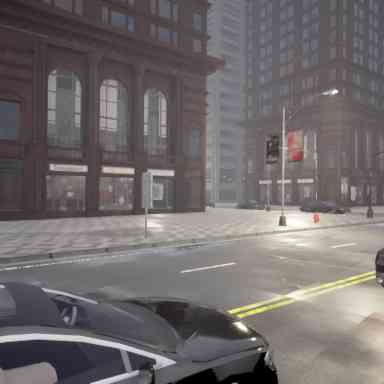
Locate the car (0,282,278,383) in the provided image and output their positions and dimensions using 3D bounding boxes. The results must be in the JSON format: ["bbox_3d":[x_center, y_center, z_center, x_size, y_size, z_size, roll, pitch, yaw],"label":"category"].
[{"bbox_3d":[-1.421,1.492,2.426,4.902,1.511,2.128,0,0,-35],"label":"car"}]

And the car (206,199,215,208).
[{"bbox_3d":[1.704,1.747,53.749,1.882,1.535,5.008,1,-1,-35],"label":"car"}]

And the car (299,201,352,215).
[{"bbox_3d":[14.292,1.717,35.977,2.033,1.411,5.357,1,-1,-35],"label":"car"}]

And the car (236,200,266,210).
[{"bbox_3d":[7.940,1.783,44.954,1.994,1.385,4.181,1,-1,-35],"label":"car"}]

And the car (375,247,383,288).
[{"bbox_3d":[6.198,1.515,7.843,4.892,1.490,1.837,0,0,-35],"label":"car"}]
